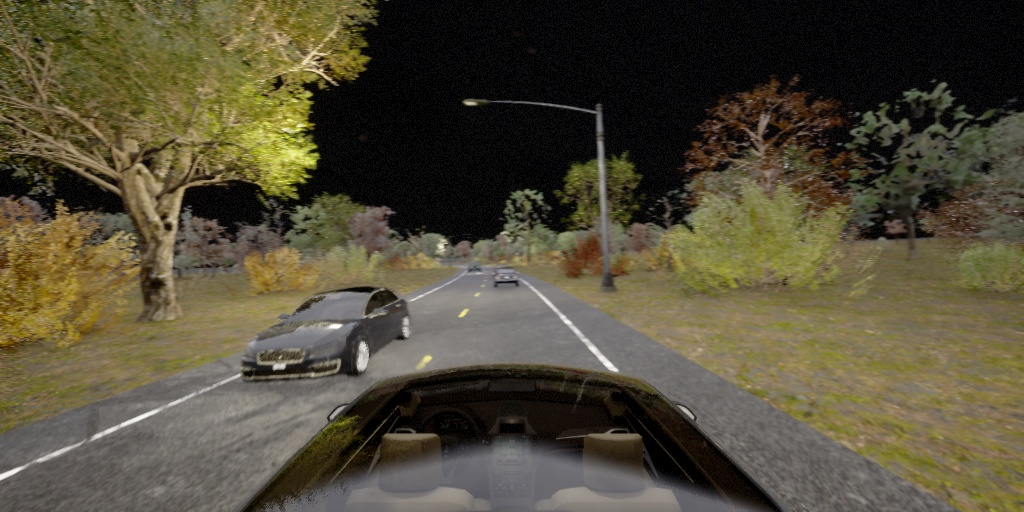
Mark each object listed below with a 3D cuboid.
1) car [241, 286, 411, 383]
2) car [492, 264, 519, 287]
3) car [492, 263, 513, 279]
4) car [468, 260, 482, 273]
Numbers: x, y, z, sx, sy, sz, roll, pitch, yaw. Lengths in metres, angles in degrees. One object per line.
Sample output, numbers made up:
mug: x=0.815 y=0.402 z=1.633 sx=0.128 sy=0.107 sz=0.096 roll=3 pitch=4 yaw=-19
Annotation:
car: x=-3.673 y=1.494 z=8.031 sx=1.837 sy=1.490 sz=4.892 roll=-3 pitch=0 yaw=-1
car: x=-0.469 y=1.562 z=27.524 sx=2.033 sy=1.411 sz=5.357 roll=-3 pitch=0 yaw=-2
car: x=-1.167 y=1.654 z=40.821 sx=2.128 sy=1.511 sz=4.902 roll=-3 pitch=0 yaw=-3
car: x=-6.387 y=1.791 z=61.696 sx=2.150 sy=2.045 sz=5.566 roll=-3 pitch=-1 yaw=-5
